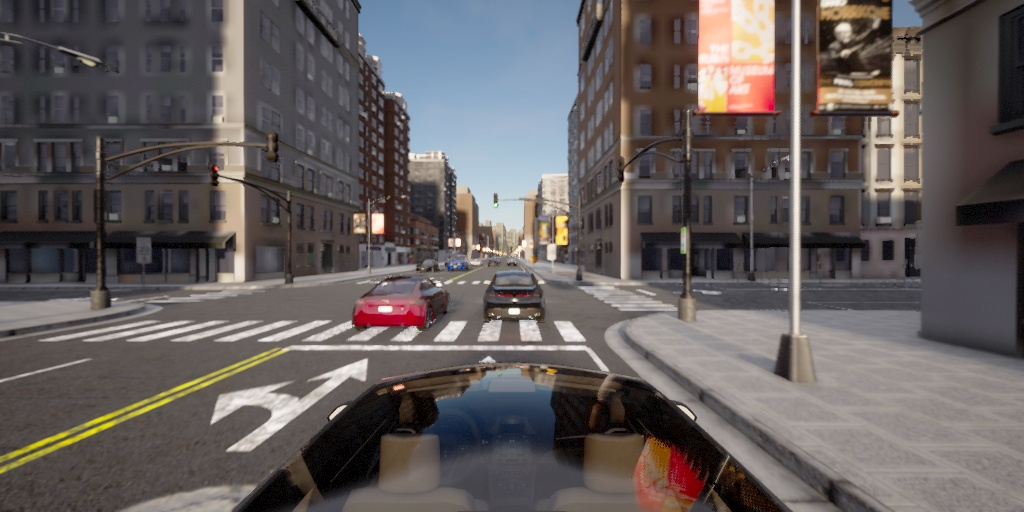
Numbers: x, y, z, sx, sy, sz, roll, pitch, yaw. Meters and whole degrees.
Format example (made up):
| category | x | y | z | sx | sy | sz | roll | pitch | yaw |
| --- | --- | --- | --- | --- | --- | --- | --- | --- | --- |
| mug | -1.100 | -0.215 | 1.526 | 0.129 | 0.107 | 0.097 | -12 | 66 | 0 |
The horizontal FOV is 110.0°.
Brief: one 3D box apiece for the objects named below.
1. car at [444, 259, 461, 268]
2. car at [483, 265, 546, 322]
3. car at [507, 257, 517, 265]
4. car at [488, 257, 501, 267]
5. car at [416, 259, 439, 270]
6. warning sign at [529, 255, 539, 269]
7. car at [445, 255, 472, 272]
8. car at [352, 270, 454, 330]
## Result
| category | x | y | z | sx | sy | sz | roll | pitch | yaw |
| --- | --- | --- | --- | --- | --- | --- | --- | --- | --- |
| car | -9.805 | 1.219 | 59.236 | 1.895 | 1.301 | 4.718 | 0 | 0 | 1 |
| car | 0.073 | 1.238 | 12.173 | 1.837 | 1.490 | 4.892 | 0 | 0 | 0 |
| car | -0.012 | 1.210 | 63.785 | 1.895 | 1.301 | 4.718 | 0 | 0 | 0 |
| car | -3.262 | 1.115 | 63.338 | 1.837 | 1.490 | 4.892 | 0 | 0 | 0 |
| car | -9.849 | 1.131 | 42.001 | 1.882 | 1.535 | 5.008 | 0 | 0 | 0 |
| warning sign | 2.841 | 0.758 | 46.712 | 1.300 | 1.860 | 1.060 | 0 | 0 | 0 |
| car | -6.599 | 0.871 | 43.981 | 2.150 | 2.045 | 5.566 | 0 | 0 | -1 |
| car | -3.177 | 1.296 | 11.009 | 1.994 | 1.385 | 4.181 | 0 | 0 | 0 |
